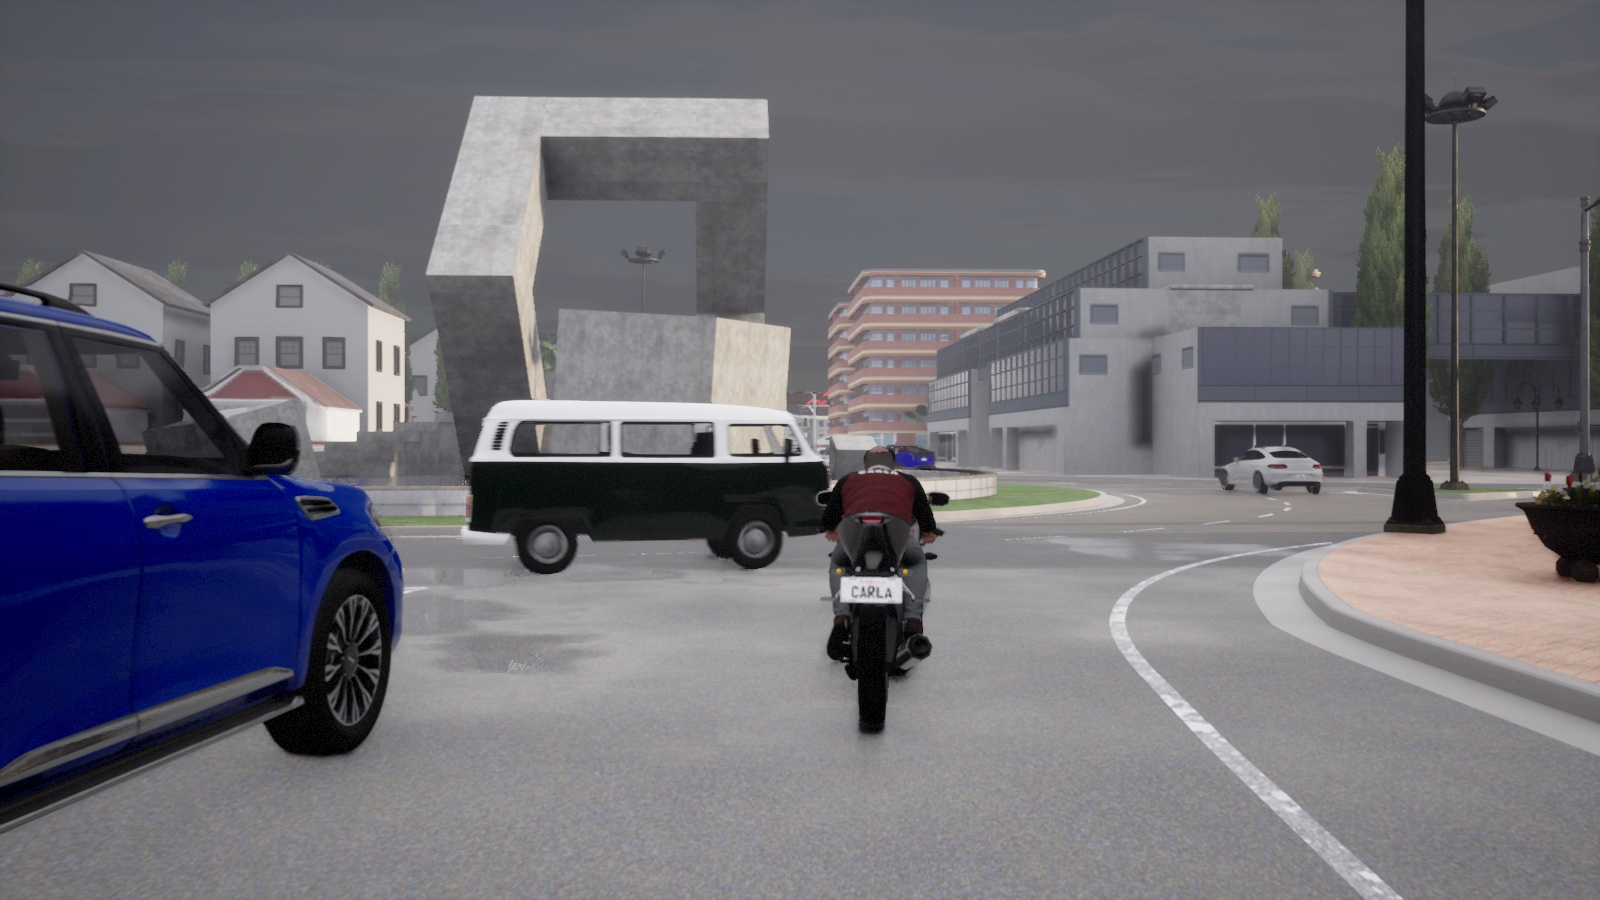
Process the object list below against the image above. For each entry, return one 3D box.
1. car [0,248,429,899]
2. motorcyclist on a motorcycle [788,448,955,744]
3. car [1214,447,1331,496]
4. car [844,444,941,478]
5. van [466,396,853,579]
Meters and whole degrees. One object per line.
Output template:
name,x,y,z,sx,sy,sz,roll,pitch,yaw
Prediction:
car,-3.301,0.447,4.365,2.150,2.045,5.566,0,0,3
motorcyclist on a motorcycle,0.481,0.754,7.644,0.866,1.530,2.191,0,0,6
car,14.817,0.641,39.656,1.812,1.442,4.674,0,0,-1
car,4.247,0.483,58.512,2.007,1.525,4.514,0,0,-38
van,-1.793,0.412,15.512,4.480,2.038,2.069,0,1,-14
